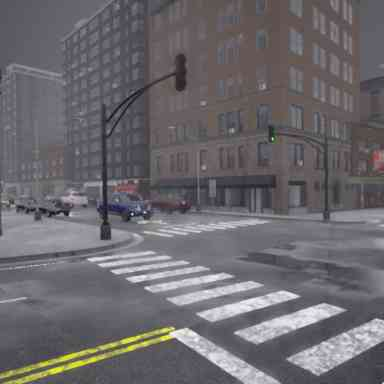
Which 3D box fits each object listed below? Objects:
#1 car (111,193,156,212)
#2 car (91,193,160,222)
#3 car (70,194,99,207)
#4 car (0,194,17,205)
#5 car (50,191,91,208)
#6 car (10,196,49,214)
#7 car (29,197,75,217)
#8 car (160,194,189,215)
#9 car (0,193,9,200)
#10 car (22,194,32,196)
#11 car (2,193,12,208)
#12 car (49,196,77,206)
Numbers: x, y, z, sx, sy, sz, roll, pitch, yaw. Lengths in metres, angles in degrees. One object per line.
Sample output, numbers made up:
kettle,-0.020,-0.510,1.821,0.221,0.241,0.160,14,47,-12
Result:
car,-6.239,1.040,35.147,2.192,1.841,5.009,0,1,-44
car,-5.305,1.086,25.882,2.150,2.045,5.566,-1,1,-44
car,-13.905,1.079,43.058,1.967,1.590,4.097,0,1,-44
car,-27.544,1.117,48.954,1.837,1.490,4.892,-1,1,-44
car,-14.608,0.911,40.079,2.150,2.045,5.566,-1,1,-44
car,-16.189,1.372,33.166,1.947,1.339,4.313,0,1,-44
car,-12.356,1.415,29.212,1.947,1.339,4.313,0,1,-44
car,-2.406,1.082,31.192,2.192,1.841,5.009,0,1,-44
car,-40.737,0.881,70.743,1.947,1.339,4.313,0,1,-44
car,-29.238,1.039,58.879,1.802,1.307,4.206,0,1,-44
car,-23.734,1.245,40.951,1.752,1.417,4.829,0,1,-44
car,-14.440,1.365,35.314,1.895,1.301,4.718,-1,1,-44
